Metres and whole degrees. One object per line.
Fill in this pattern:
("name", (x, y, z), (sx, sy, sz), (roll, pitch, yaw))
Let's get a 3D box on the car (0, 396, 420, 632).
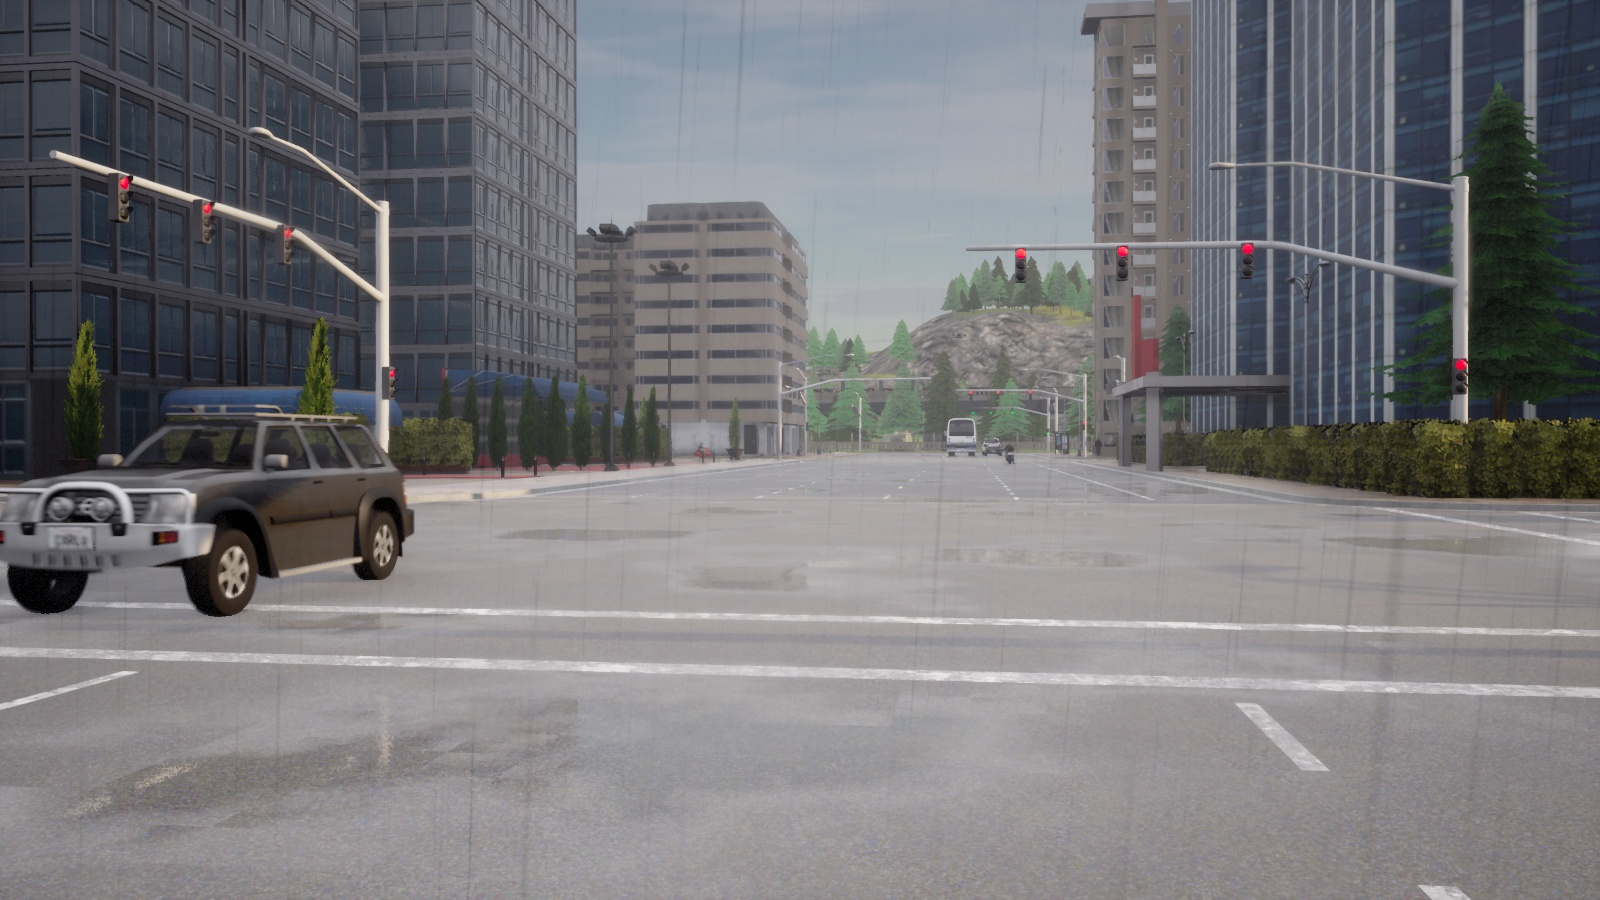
("car", (-5.618, 0.489, 12.299), (1.932, 1.855, 4.605), (0, 0, 7))
